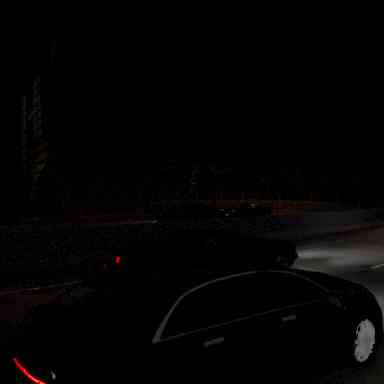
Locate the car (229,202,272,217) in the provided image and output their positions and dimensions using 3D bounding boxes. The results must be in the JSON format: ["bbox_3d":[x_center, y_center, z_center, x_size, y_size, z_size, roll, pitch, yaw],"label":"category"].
[{"bbox_3d":[4.712,1.575,28.844,4.718,1.301,1.895,0,0,-35],"label":"car"}]

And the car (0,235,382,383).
[{"bbox_3d":[0.449,1.502,4.070,4.892,1.490,1.837,0,0,-35],"label":"car"}]

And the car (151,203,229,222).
[{"bbox_3d":[-0.268,1.490,20.995,4.892,1.490,1.837,0,0,-35],"label":"car"}]

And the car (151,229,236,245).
[{"bbox_3d":[0.554,1.594,8.440,4.718,1.301,1.895,0,0,-35],"label":"car"}]
